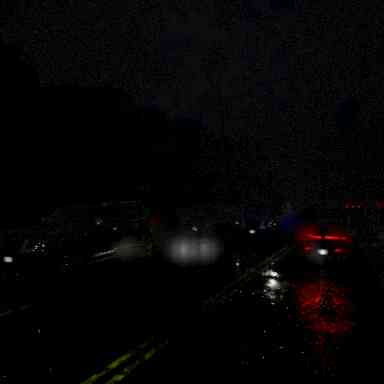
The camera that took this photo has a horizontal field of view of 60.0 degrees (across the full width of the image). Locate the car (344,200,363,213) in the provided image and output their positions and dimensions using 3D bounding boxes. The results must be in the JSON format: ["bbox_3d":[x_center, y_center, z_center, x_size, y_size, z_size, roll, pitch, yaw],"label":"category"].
[{"bbox_3d":[19.320,1.711,39.861,2.033,1.411,5.357,0,0,27],"label":"car"}]

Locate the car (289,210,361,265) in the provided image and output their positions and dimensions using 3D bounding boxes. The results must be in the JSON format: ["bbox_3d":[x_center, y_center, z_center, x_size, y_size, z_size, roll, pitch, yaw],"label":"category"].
[{"bbox_3d":[5.051,1.593,12.194,1.837,1.490,4.892,0,-1,27],"label":"car"}]

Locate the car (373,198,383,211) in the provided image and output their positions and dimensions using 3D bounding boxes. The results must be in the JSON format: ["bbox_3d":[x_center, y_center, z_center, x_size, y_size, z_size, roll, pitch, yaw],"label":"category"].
[{"bbox_3d":[23.488,1.490,40.866,2.097,1.767,4.553,0,0,27],"label":"car"}]

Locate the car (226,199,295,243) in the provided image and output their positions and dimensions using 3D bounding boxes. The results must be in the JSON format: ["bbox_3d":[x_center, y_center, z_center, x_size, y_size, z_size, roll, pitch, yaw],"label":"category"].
[{"bbox_3d":[3.946,1.434,17.363,2.150,2.045,5.566,0,0,27],"label":"car"}]

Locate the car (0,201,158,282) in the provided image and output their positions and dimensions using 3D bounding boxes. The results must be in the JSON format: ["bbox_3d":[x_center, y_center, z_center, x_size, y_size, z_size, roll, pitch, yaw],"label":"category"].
[{"bbox_3d":[-3.274,1.329,10.670,2.150,2.045,5.566,0,-1,27],"label":"car"}]

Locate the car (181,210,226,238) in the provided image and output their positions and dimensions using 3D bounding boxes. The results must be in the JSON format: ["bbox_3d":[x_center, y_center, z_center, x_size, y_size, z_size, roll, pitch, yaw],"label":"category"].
[{"bbox_3d":[1.072,1.750,18.876,1.994,1.385,4.181,0,0,27],"label":"car"}]

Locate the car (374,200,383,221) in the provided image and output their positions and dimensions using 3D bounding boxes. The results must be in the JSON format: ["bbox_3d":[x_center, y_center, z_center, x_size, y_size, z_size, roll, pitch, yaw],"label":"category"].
[{"bbox_3d":[16.819,1.681,27.907,2.033,1.411,5.357,0,0,26],"label":"car"}]

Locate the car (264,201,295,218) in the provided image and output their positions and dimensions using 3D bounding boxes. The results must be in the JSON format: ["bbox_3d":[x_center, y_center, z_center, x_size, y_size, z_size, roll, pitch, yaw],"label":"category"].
[{"bbox_3d":[9.203,1.756,34.674,2.033,1.411,5.357,0,0,28],"label":"car"}]
